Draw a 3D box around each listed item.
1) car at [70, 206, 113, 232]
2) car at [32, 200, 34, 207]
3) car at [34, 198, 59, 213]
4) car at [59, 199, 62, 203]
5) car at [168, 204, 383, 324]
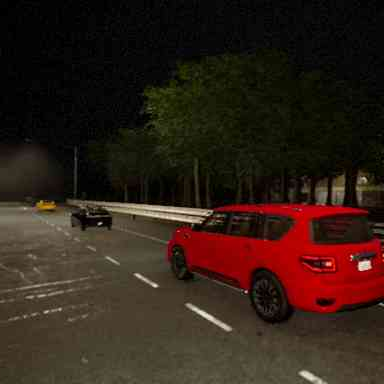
[{"bbox_3d":[-6.630,1.659,21.686,2.128,1.511,4.902,0,-1,-30],"label":"car"},{"bbox_3d":[-28.034,1.986,60.617,1.837,1.490,4.892,0,-1,-22],"label":"car"},{"bbox_3d":[-18.729,1.806,42.695,1.882,1.535,5.008,0,-1,-30],"label":"car"},{"bbox_3d":[-33.844,2.199,82.696,1.895,1.301,4.718,0,0,-5],"label":"car"},{"bbox_3d":[1.439,1.294,7.674,2.150,2.045,5.566,0,-1,-30],"label":"car"}]
